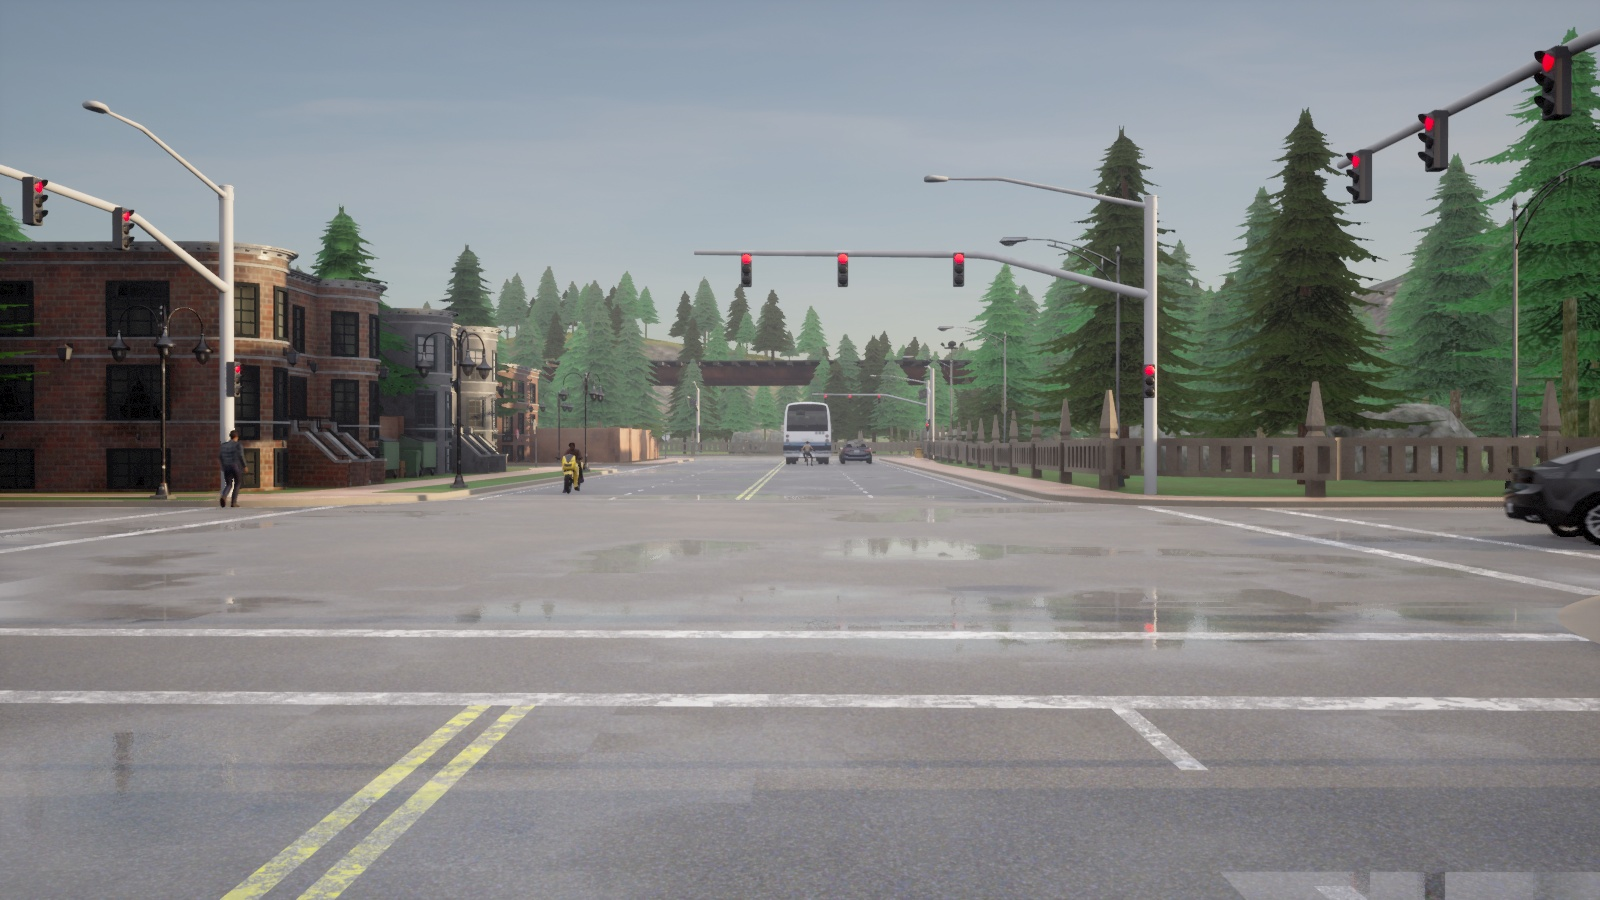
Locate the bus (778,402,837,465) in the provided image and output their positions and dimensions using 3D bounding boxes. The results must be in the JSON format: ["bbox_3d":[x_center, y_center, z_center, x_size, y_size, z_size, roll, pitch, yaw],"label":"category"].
[{"bbox_3d":[0.524,-1.136,89.810,3.944,4.253,10.273,0,0,0],"label":"bus"}]

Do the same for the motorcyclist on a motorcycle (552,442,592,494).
[{"bbox_3d":[-6.774,0.512,37.430,0.797,1.523,2.044,0,0,0],"label":"motorcyclist on a motorcycle"}]

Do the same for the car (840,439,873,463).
[{"bbox_3d":[4.025,0.083,90.532,2.242,1.667,4.611,0,0,1],"label":"car"}]

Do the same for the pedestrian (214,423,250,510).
[{"bbox_3d":[-12.853,0.364,28.431,0.423,1.949,0.788,0,0,2],"label":"pedestrian"}]

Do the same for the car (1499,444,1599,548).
[{"bbox_3d":[13.201,0.658,18.400,4.892,1.490,1.837,0,0,16],"label":"car"}]
